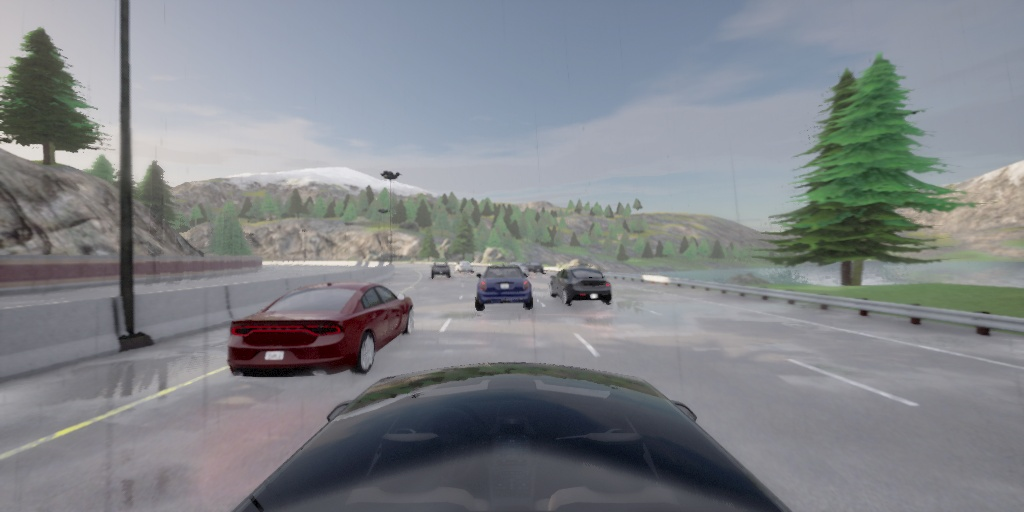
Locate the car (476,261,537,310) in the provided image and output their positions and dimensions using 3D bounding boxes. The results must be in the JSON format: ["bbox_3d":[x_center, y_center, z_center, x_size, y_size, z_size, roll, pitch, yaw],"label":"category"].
[{"bbox_3d":[-0.436,1.129,15.184,2.097,1.767,4.553,-1,0,-5],"label":"car"}]

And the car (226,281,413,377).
[{"bbox_3d":[-3.479,1.271,7.596,1.882,1.535,5.008,0,0,-2],"label":"car"}]

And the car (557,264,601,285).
[{"bbox_3d":[5.010,1.347,27.542,1.895,1.301,4.718,-1,0,-9],"label":"car"}]

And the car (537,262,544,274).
[{"bbox_3d":[2.295,1.322,40.963,1.812,1.442,4.674,0,0,-14],"label":"car"}]

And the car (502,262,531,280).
[{"bbox_3d":[0.335,1.328,33.707,1.812,1.442,4.674,0,0,-11],"label":"car"}]

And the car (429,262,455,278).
[{"bbox_3d":[-7.421,1.375,36.978,2.128,1.511,4.902,0,0,-14],"label":"car"}]

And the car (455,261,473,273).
[{"bbox_3d":[-6.195,1.412,45.968,1.812,1.442,4.674,0,0,-17],"label":"car"}]

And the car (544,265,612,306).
[{"bbox_3d":[2.901,1.254,15.940,1.837,1.490,4.892,0,0,-5],"label":"car"}]
